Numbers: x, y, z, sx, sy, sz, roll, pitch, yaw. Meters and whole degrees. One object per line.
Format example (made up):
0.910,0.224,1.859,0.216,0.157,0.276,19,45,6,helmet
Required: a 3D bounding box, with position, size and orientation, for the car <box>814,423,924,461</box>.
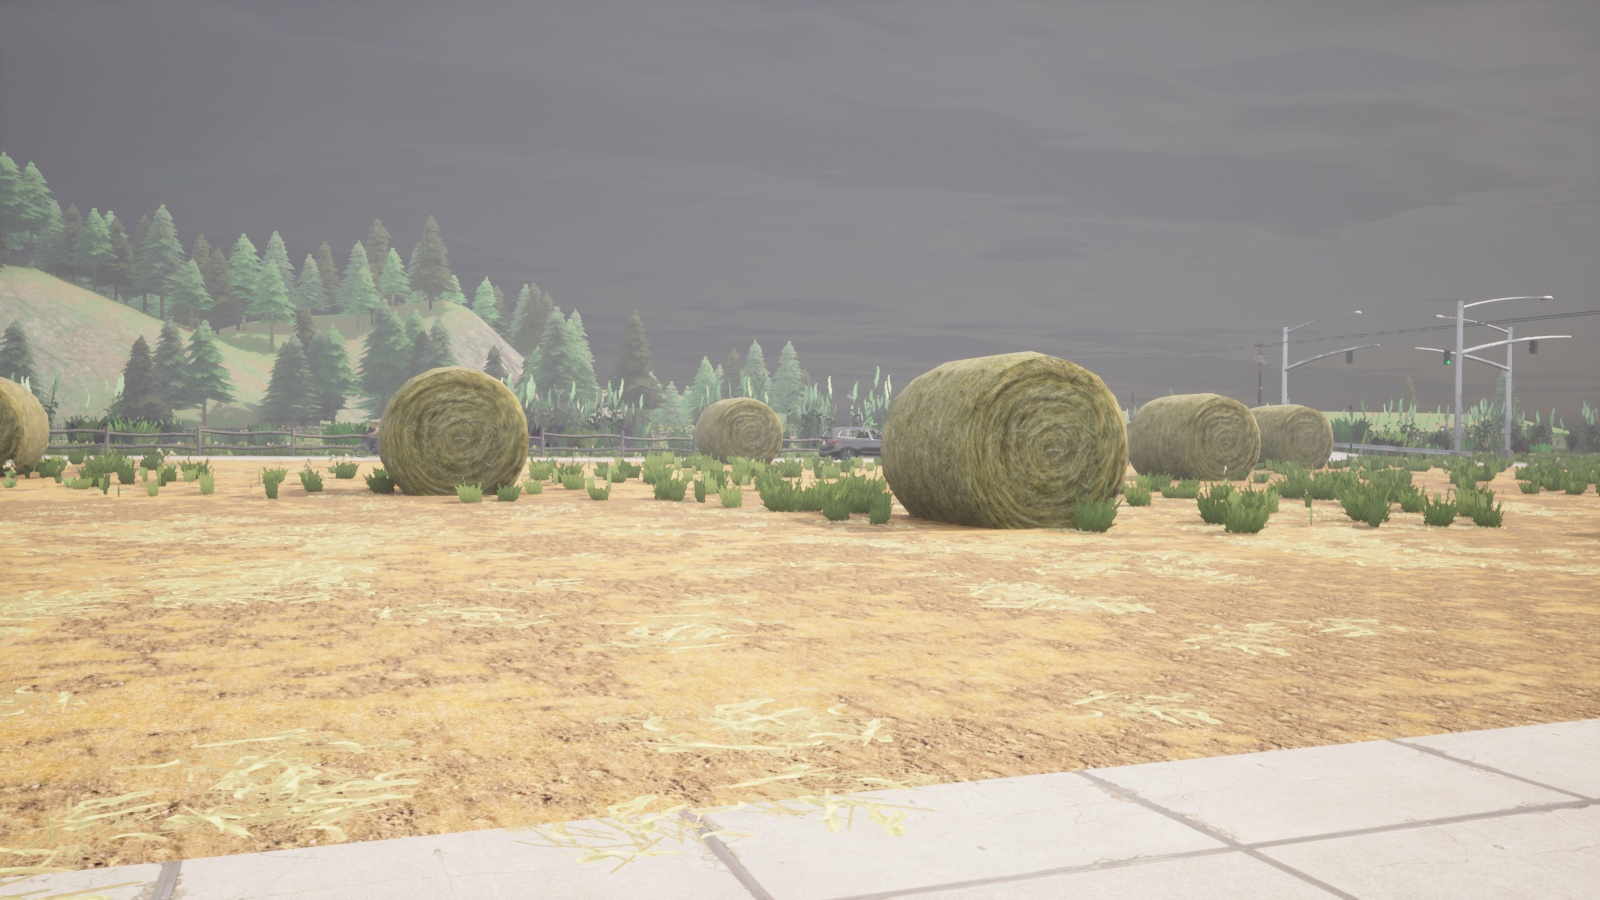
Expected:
3.201,-0.398,58.616,4.611,1.667,2.242,-1,1,-17,car
